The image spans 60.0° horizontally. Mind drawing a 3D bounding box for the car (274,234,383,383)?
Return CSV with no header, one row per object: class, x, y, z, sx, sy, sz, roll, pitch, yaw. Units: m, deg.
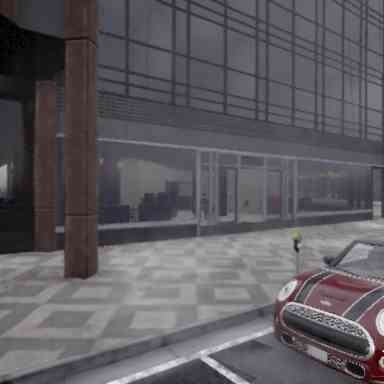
car,3.157,1.437,5.196,4.097,1.590,1.967,0,0,-35
